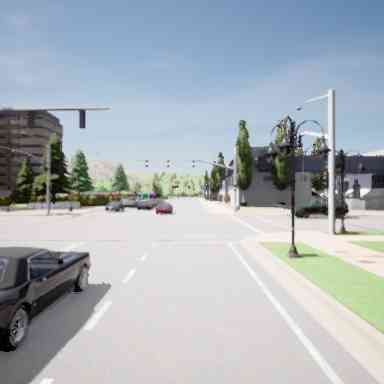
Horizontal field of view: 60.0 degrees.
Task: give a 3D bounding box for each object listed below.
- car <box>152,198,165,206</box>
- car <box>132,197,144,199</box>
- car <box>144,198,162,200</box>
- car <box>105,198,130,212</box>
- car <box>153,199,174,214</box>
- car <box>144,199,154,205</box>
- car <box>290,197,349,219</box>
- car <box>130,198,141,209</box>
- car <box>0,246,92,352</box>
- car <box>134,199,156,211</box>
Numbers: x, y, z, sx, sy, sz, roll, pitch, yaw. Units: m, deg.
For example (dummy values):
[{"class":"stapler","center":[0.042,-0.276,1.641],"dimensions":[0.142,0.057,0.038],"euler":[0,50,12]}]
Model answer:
[{"class":"car","center":[-6.996,2.057,69.881],"dimensions":[2.097,1.767,4.553],"euler":[0,-1,0]},{"class":"car","center":[-10.497,2.233,67.372],"dimensions":[1.994,1.385,4.181],"euler":[0,-1,0]},{"class":"car","center":[-7.008,2.105,59.681],"dimensions":[1.837,1.490,4.892],"euler":[0,-1,0]},{"class":"car","center":[-10.619,1.955,46.191],"dimensions":[2.128,1.511,4.902],"euler":[0,-1,2]},{"class":"car","center":[-3.398,1.983,41.682],"dimensions":[1.994,1.385,4.181],"euler":[0,-1,0]},{"class":"car","center":[-10.496,2.400,81.462],"dimensions":[1.895,1.301,4.718],"euler":[0,-1,0]},{"class":"car","center":[12.639,1.557,33.070],"dimensions":[5.566,2.045,2.150],"euler":[0,-1,-1]},{"class":"car","center":[-10.512,2.121,57.181],"dimensions":[2.033,1.411,5.357],"euler":[0,-1,0]},{"class":"car","center":[-3.415,1.664,6.204],"dimensions":[1.895,1.301,4.718],"euler":[0,-1,0]},{"class":"car","center":[-7.053,2.106,50.341],"dimensions":[1.895,1.301,4.718],"euler":[0,-1,0]}]
